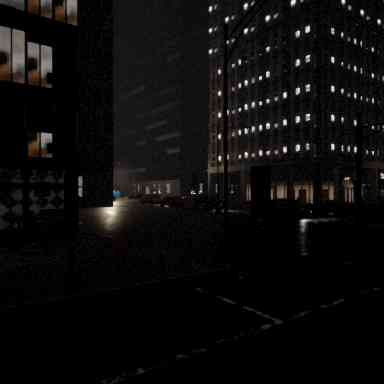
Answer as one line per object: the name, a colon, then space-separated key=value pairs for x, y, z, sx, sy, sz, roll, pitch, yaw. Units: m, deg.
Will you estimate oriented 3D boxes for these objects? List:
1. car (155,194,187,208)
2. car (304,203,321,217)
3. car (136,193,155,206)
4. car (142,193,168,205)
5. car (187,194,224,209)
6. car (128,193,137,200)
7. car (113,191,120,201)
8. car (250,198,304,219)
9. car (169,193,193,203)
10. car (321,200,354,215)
car: x=-2.469 y=1.212 z=40.529 sx=1.802 sy=1.307 sz=4.206 roll=1 pitch=0 yaw=-33
car: x=8.194 y=1.309 z=28.517 sx=1.837 sy=1.490 sz=4.892 roll=0 pitch=1 yaw=-32
car: x=-5.419 y=1.094 z=45.025 sx=1.752 sy=1.417 sz=4.829 roll=1 pitch=0 yaw=-33
car: x=-5.647 y=0.992 z=50.049 sx=1.882 sy=1.535 sz=5.008 roll=0 pitch=1 yaw=-34
car: x=1.904 y=1.162 z=38.479 sx=2.128 sy=1.511 sz=4.902 roll=0 pitch=1 yaw=-32
car: x=-11.500 y=0.865 z=67.811 sx=1.947 sy=1.339 sz=4.313 roll=1 pitch=0 yaw=-36
car: x=-14.968 y=0.920 z=58.904 sx=1.887 sy=1.381 sz=4.507 roll=1 pitch=0 yaw=-35
car: x=6.429 y=1.399 z=26.575 sx=1.802 sy=1.307 sz=4.206 roll=1 pitch=0 yaw=-32
car: x=-1.852 y=0.927 z=54.365 sx=1.967 sy=1.590 sz=4.097 roll=1 pitch=0 yaw=-35
car: x=13.047 y=1.377 z=31.269 sx=1.802 sy=1.307 sz=4.206 roll=1 pitch=0 yaw=-32
